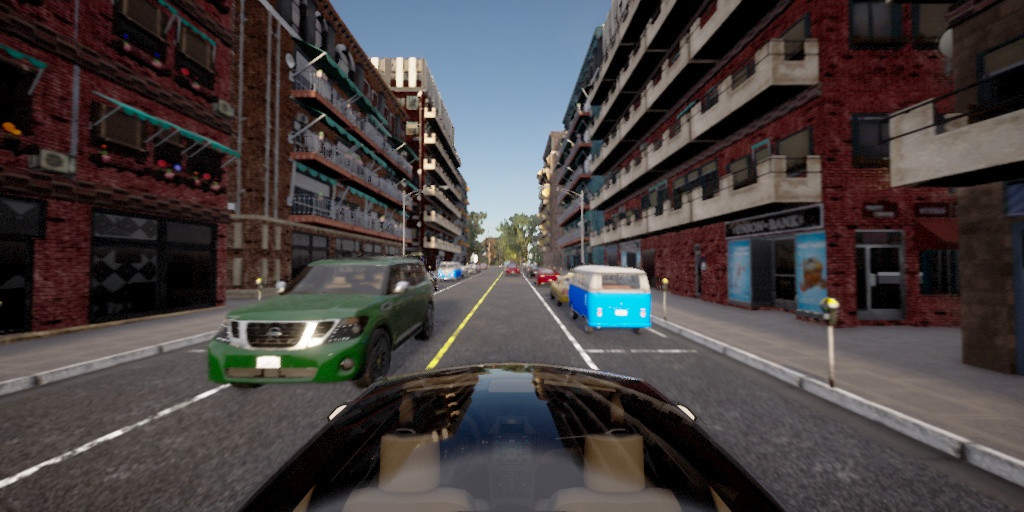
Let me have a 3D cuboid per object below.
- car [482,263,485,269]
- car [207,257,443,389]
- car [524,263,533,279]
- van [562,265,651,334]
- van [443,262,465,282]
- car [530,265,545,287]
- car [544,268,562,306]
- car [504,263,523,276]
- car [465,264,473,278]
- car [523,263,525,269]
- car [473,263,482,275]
[{"bbox_3d":[-5.692,1.919,55.320,1.802,1.307,4.207,0,0,0],"label":"car"},{"bbox_3d":[-3.100,1.033,7.333,2.150,2.045,5.566,0,-1,0],"label":"car"},{"bbox_3d":[2.657,1.719,38.569,1.948,1.339,4.313,0,0,0],"label":"car"},{"bbox_3d":[2.694,1.189,10.715,1.690,1.789,3.998,0,0,0],"label":"van"},{"bbox_3d":[-5.692,1.434,33.037,1.690,1.789,3.998,0,0,0],"label":"van"},{"bbox_3d":[2.669,1.576,27.427,1.888,1.381,4.507,0,0,0],"label":"car"},{"bbox_3d":[2.698,1.435,16.456,1.751,1.417,4.829,0,0,0],"label":"car"},{"bbox_3d":[0.099,1.742,44.330,1.812,1.442,4.674,0,-1,0],"label":"car"},{"bbox_3d":[-5.691,1.704,38.607,2.007,1.370,4.403,0,0,0],"label":"car"},{"bbox_3d":[2.657,1.796,44.140,1.802,1.307,4.207,0,0,0],"label":"car"},{"bbox_3d":[-5.692,1.826,49.750,2.007,1.370,4.403,0,0,0],"label":"car"}]
